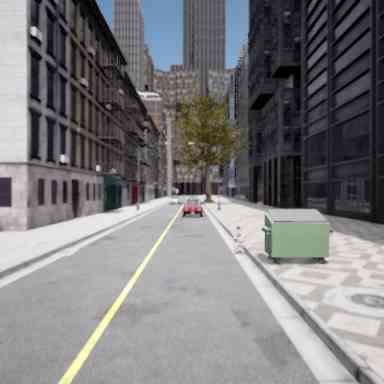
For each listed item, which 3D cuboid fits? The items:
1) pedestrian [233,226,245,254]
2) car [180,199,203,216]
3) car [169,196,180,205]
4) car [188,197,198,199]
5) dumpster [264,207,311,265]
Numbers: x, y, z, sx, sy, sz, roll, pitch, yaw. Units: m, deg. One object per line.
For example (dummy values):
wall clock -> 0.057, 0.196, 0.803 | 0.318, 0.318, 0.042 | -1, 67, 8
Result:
pedestrian -> 1.715, 1.676, 11.953 | 0.500, 1.100, 0.500 | 0, 0, -15
car -> 0.076, 1.592, 31.770 | 1.895, 1.301, 4.718 | 0, 0, 0
car -> -3.035, 1.479, 58.655 | 1.812, 1.442, 4.674 | 0, 0, 1
car -> 0.075, 1.468, 46.576 | 2.128, 1.511, 4.902 | 0, 0, 0
dumpster -> 3.139, 1.397, 11.182 | 1.020, 1.700, 1.940 | 0, 0, 0
